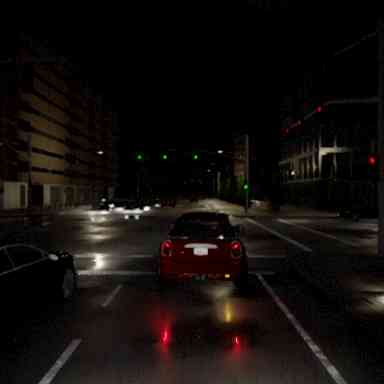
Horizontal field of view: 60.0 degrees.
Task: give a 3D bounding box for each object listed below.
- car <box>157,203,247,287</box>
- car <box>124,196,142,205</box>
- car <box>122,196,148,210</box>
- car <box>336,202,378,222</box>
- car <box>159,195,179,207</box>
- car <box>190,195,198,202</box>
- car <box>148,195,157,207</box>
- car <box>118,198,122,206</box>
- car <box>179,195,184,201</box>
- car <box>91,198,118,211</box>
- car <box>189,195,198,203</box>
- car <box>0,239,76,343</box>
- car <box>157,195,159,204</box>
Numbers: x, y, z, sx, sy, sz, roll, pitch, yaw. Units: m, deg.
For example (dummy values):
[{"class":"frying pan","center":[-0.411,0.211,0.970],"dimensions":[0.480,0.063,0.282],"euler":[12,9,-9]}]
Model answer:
[{"class":"car","center":[0.420,1.350,9.554],"dimensions":[2.097,1.767,4.553],"euler":[0,0,6]},{"class":"car","center":[-10.418,1.477,59.246],"dimensions":[2.128,1.511,4.902],"euler":[0,0,1]},{"class":"car","center":[-7.205,1.553,42.386],"dimensions":[1.994,1.385,4.181],"euler":[0,0,0]},{"class":"car","center":[14.130,1.543,26.530],"dimensions":[4.902,1.511,2.128],"euler":[0,0,0]},{"class":"car","center":[-3.413,1.552,50.384],"dimensions":[1.994,1.385,4.181],"euler":[0,0,1]},{"class":"car","center":[0.503,1.460,80.329],"dimensions":[1.882,1.535,5.008],"euler":[0,0,1]},{"class":"car","center":[-7.090,1.479,51.279],"dimensions":[2.128,1.511,4.902],"euler":[0,0,1]},{"class":"car","center":[-10.630,1.588,49.150],"dimensions":[1.895,1.301,4.718],"euler":[0,0,1]},{"class":"car","center":[-3.003,1.522,80.025],"dimensions":[2.033,1.411,5.357],"euler":[0,0,1]},{"class":"car","center":[-10.710,1.553,40.347],"dimensions":[1.994,1.385,4.181],"euler":[0,0,0]},{"class":"car","center":[0.328,1.462,70.172],"dimensions":[1.882,1.535,5.008],"euler":[0,0,1]},{"class":"car","center":[-3.422,1.490,5.288],"dimensions":[2.128,1.511,4.902],"euler":[0,0,0]},{"class":"car","center":[-6.875,1.337,61.086],"dimensions":[2.097,1.767,4.553],"euler":[0,0,2]}]
